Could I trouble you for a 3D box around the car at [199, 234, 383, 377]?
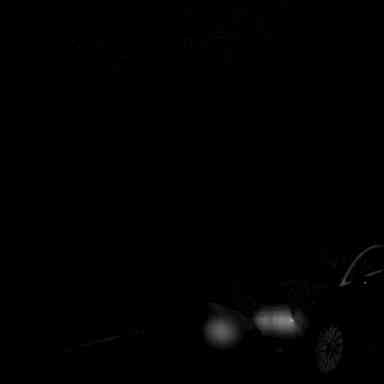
[{"bbox_3d":[2.370,1.534,5.682,4.902,1.511,2.128,1,0,-36],"label":"car"}]
